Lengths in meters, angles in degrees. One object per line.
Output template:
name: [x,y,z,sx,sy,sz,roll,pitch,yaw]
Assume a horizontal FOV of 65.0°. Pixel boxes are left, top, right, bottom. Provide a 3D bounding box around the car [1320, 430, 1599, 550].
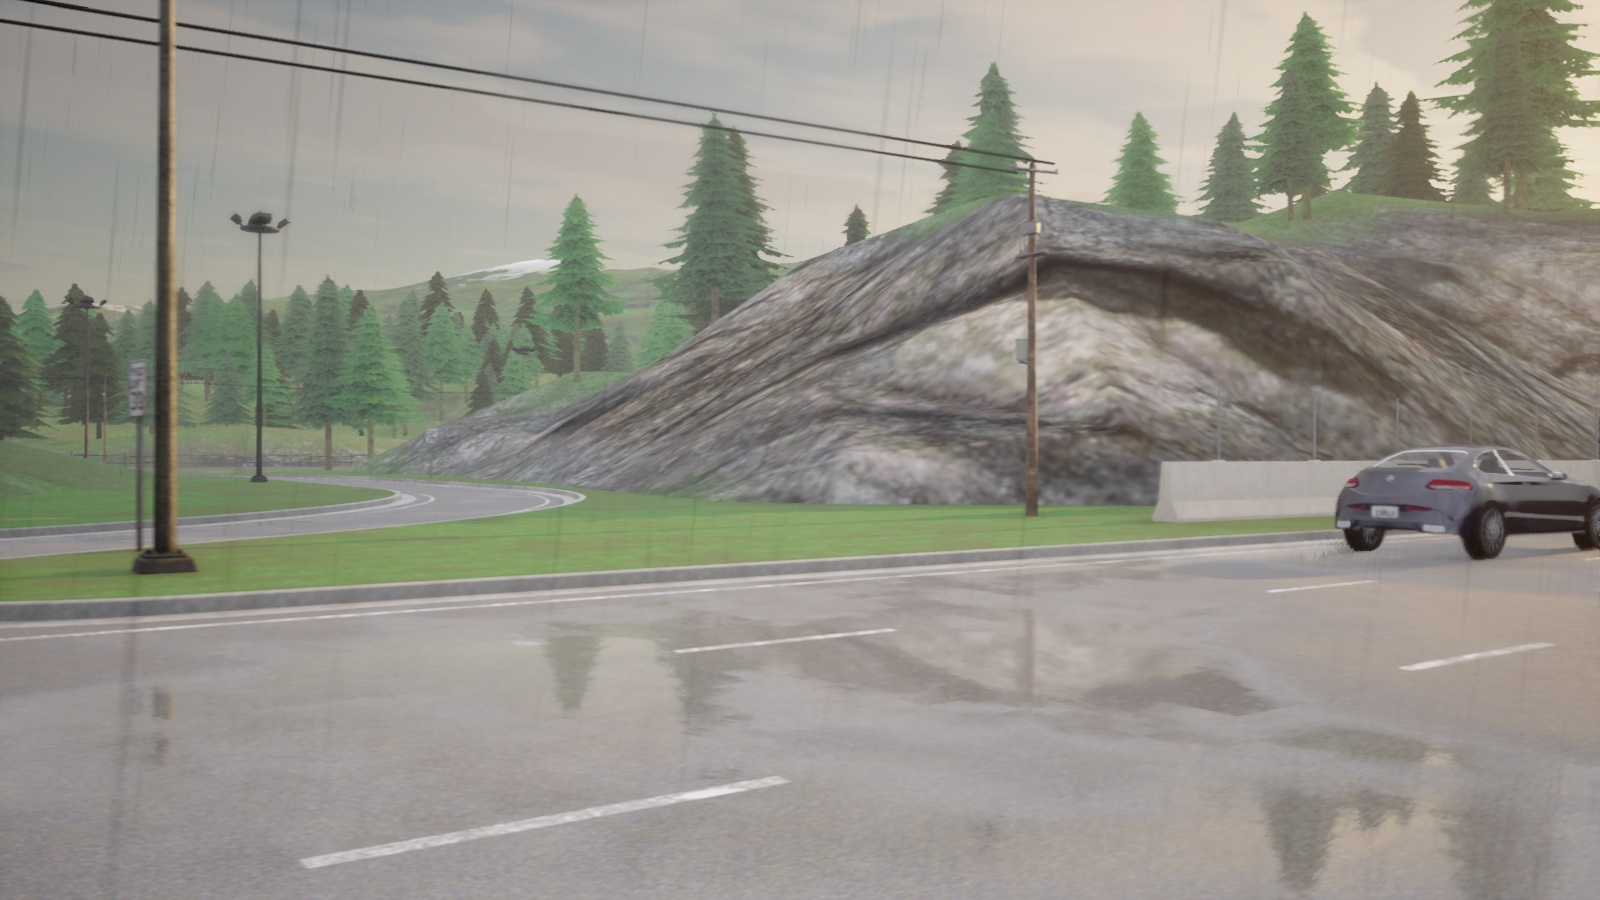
car: [10.525,0.549,19.514,5.027,1.651,2.152,0,0,-35]
